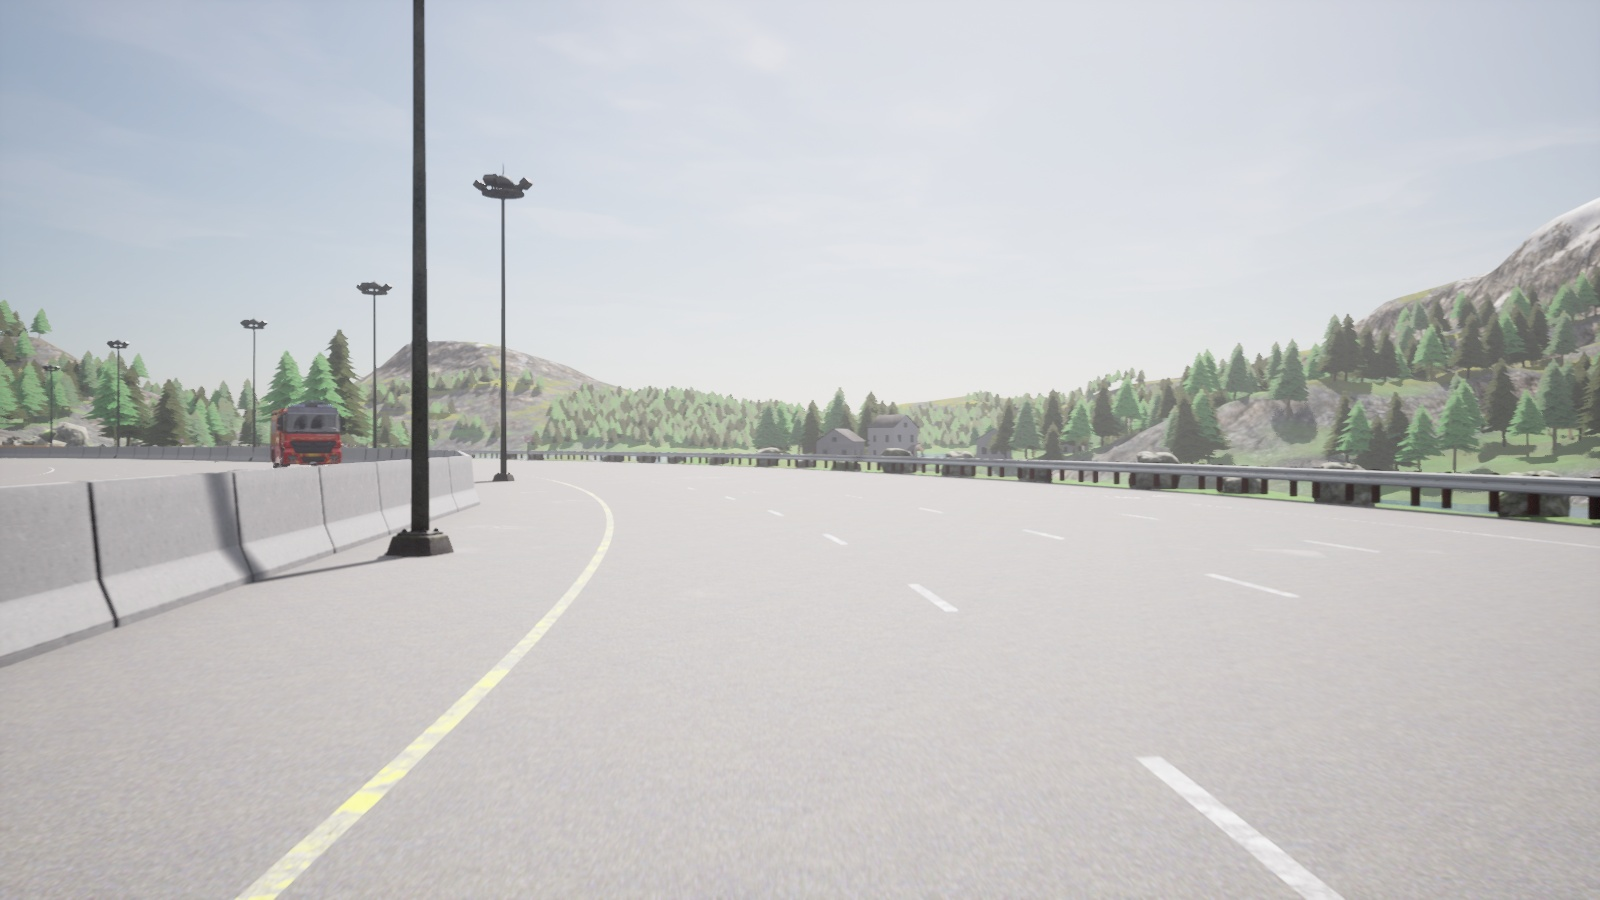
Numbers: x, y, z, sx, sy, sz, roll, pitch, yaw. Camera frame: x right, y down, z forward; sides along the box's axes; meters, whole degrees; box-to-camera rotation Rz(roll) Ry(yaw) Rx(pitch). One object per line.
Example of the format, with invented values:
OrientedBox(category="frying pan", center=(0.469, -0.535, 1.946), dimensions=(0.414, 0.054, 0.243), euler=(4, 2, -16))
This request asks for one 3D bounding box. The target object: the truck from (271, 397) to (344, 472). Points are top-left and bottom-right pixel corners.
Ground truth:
OrientedBox(category="truck", center=(-27.147, -0.820, 68.957), dimensions=(2.891, 3.827, 8.468), euler=(0, 0, -27))

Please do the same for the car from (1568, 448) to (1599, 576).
OrientedBox(category="car", center=(10.024, 0.707, 12.352), dimensions=(1.812, 1.442, 4.674), euler=(0, 0, -4))
